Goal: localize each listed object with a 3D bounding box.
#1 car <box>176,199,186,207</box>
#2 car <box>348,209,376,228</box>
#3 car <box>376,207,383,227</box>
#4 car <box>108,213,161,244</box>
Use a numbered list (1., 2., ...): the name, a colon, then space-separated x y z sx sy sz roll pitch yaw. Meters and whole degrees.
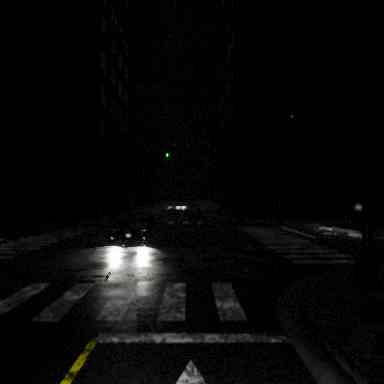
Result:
1. car: -2.323 2.311 69.773 2.128 1.511 4.902 0 -1 0
2. car: 12.978 1.752 22.331 4.674 1.442 1.812 0 -1 1
3. car: 14.096 1.387 19.118 5.566 2.045 2.150 0 -1 -2
4. car: -2.739 1.745 16.588 1.994 1.385 4.181 0 -1 2
